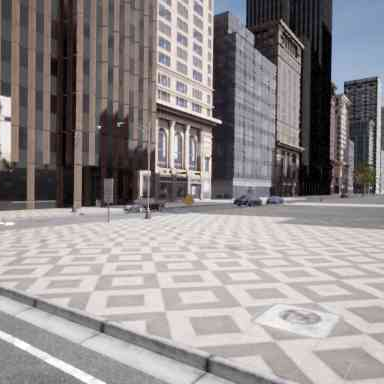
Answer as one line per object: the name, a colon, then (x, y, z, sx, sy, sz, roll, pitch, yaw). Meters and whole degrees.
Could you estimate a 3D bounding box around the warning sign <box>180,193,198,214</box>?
warning sign: (-0.267, 1.076, 30.694, 1.300, 1.860, 1.060, 1, 1, 35)

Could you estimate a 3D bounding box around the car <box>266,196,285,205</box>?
car: (13.947, 1.361, 55.478, 1.994, 1.385, 4.181, 1, 1, 35)

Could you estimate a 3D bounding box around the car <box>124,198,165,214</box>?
car: (-4.807, 1.351, 34.351, 2.128, 1.511, 4.902, 1, 1, 35)

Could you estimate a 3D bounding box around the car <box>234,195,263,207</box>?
car: (8.344, 1.192, 47.474, 2.097, 1.767, 4.553, 1, 1, 36)
